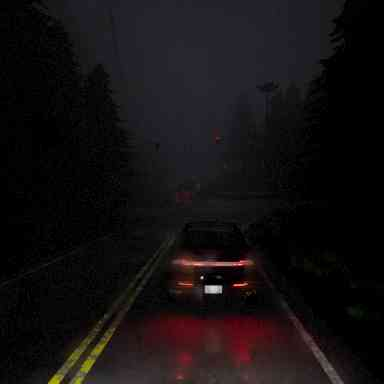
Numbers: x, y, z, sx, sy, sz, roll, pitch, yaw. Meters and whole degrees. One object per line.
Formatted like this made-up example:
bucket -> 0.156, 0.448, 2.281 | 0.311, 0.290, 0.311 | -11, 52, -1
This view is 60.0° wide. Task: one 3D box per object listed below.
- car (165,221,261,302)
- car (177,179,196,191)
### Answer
car -> 0.449, 1.466, 8.186 | 2.128, 1.511, 4.902 | 0, 0, 2
car -> -0.696, -1.069, 45.239 | 1.812, 1.442, 4.674 | 1, 9, 14
